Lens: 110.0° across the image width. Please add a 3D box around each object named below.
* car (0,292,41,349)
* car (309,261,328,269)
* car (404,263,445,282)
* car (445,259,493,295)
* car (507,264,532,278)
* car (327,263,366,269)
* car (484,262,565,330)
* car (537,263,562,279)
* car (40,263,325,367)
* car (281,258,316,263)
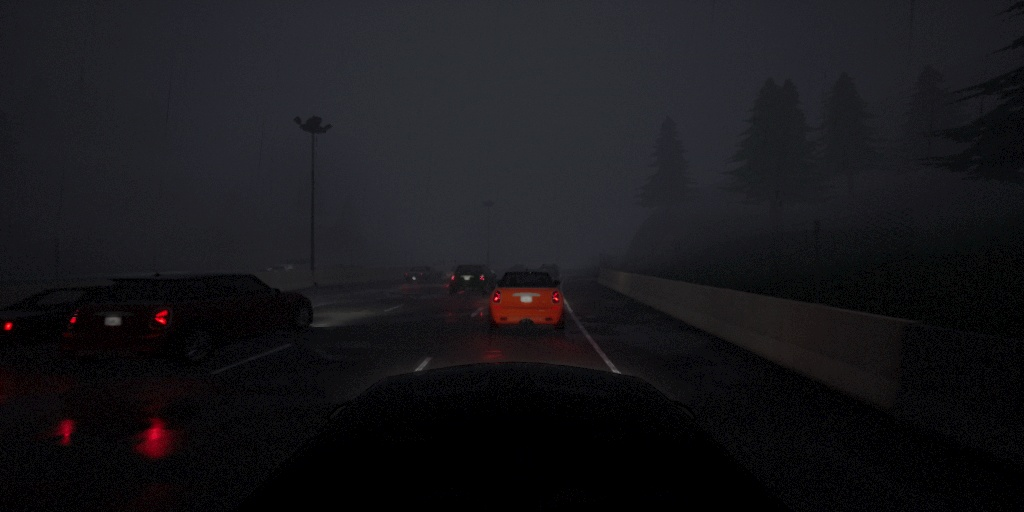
[{"bbox_3d":[-10.147,1.398,9.172,1.895,1.301,4.718,0,0,3],"label":"car"},{"bbox_3d":[-20.486,1.563,41.037,1.812,1.442,4.674,0,0,11],"label":"car"},{"bbox_3d":[-7.758,1.582,31.983,1.895,1.301,4.718,0,0,9],"label":"car"},{"bbox_3d":[-2.164,1.255,21.292,2.097,1.767,4.553,0,-1,6],"label":"car"},{"bbox_3d":[0.917,1.621,40.023,1.994,1.385,4.181,0,0,13],"label":"car"},{"bbox_3d":[-17.341,1.626,39.004,1.895,1.301,4.718,0,0,11],"label":"car"},{"bbox_3d":[0.508,1.181,11.606,2.097,1.767,4.553,0,-1,3],"label":"car"},{"bbox_3d":[4.015,1.535,37.816,2.128,1.511,4.902,0,0,12],"label":"car"},{"bbox_3d":[-6.679,1.145,8.214,2.097,1.767,4.553,0,-1,3],"label":"car"},{"bbox_3d":[-24.247,1.245,40.167,2.150,2.045,5.566,0,0,11],"label":"car"}]
